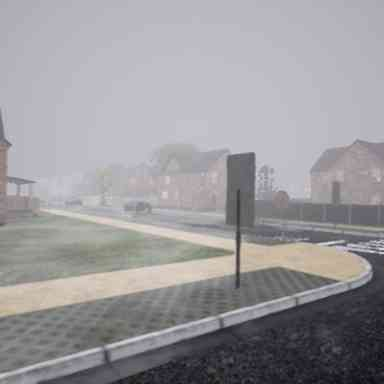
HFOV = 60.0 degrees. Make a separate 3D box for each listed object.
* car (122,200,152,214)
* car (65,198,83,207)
[{"bbox_3d":[-6.245,1.651,37.554,1.837,1.490,4.892,1,-1,-36],"label":"car"},{"bbox_3d":[-20.230,1.699,56.871,2.128,1.511,4.902,1,-2,-36],"label":"car"}]
